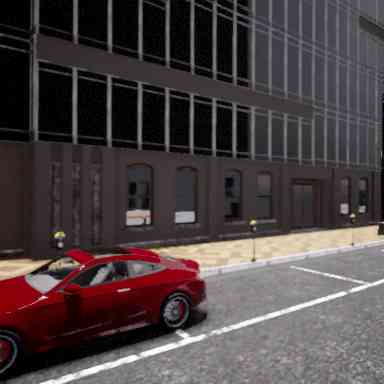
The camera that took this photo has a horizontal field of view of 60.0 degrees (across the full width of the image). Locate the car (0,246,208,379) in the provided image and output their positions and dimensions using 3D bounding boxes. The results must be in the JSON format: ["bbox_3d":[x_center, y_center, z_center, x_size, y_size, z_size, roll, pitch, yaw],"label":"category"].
[{"bbox_3d":[-1.653,1.594,5.379,4.206,1.307,1.802,1,0,-35],"label":"car"}]
